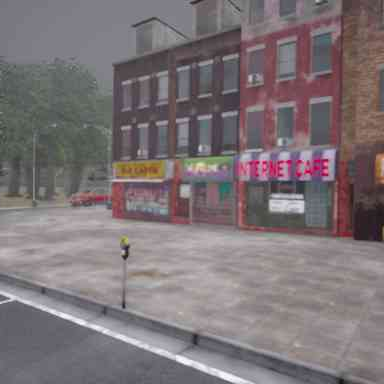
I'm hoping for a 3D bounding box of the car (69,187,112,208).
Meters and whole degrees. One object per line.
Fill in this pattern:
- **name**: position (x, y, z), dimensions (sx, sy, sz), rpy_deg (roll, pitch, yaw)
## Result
- **car**: position (-10.111, 0.512, 35.071), dimensions (2.150, 2.045, 5.566), rpy_deg (1, 2, 36)
